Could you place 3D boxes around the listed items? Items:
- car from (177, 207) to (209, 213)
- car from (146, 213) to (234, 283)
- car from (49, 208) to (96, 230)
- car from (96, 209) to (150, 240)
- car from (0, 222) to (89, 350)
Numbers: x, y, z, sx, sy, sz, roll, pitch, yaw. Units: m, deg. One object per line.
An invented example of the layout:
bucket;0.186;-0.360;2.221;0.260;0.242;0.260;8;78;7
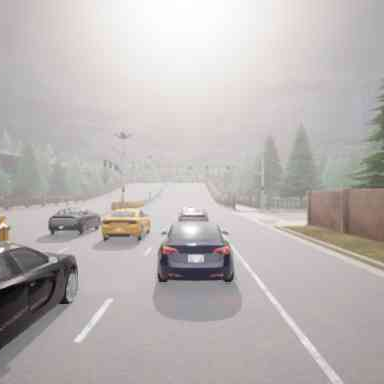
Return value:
car;0.080;1.692;21.050;2.128;1.511;4.902;0;-1;0
car;0.091;1.600;10.032;2.163;1.488;4.792;0;-1;0
car;-6.920;1.683;20.034;2.128;1.511;4.902;0;0;0
car;-3.415;1.649;17.959;1.882;1.535;5.008;0;-1;0
car;-3.404;1.529;5.270;1.882;1.535;5.008;0;0;0
